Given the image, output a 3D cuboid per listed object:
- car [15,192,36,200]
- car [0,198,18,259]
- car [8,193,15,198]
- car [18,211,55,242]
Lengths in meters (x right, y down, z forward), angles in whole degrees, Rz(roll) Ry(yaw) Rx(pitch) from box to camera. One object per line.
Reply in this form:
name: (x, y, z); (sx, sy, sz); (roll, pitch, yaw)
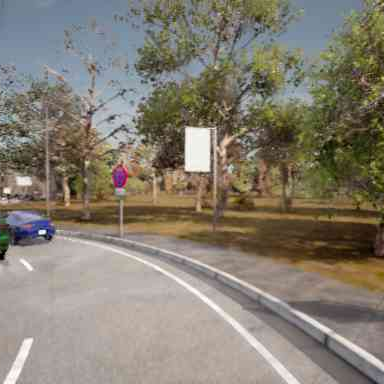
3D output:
car: (-38.732, 0.989, 77.440); (2.128, 1.511, 4.902); (-1, 1, -11)
car: (-8.451, 1.346, 12.158); (2.150, 2.045, 5.566); (0, -1, -43)
car: (-42.440, 0.922, 79.504); (1.882, 1.535, 5.008); (-1, 1, -11)
car: (-8.477, 1.653, 16.270); (4.674, 1.442, 1.812); (-1, 0, 39)
